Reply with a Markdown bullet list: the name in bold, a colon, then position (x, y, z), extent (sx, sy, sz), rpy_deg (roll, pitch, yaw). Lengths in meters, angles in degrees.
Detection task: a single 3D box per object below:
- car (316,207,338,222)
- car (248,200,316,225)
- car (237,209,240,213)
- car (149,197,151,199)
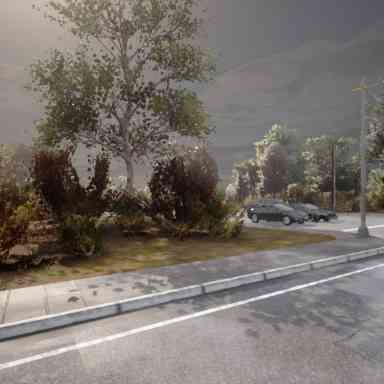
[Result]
- **car**: position (9.000, 1.640, 27.173), extent (2.033, 1.411, 5.357), rpy_deg (0, -1, -39)
- **car**: position (6.343, 1.596, 24.846), extent (1.837, 1.490, 4.892), rpy_deg (0, -1, -39)
- **car**: position (2.369, 1.468, 34.912), extent (2.150, 2.045, 5.566), rpy_deg (0, -1, -43)
- **car**: position (-6.968, 1.871, 53.632), extent (5.566, 2.045, 2.150), rpy_deg (-1, -1, 39)
